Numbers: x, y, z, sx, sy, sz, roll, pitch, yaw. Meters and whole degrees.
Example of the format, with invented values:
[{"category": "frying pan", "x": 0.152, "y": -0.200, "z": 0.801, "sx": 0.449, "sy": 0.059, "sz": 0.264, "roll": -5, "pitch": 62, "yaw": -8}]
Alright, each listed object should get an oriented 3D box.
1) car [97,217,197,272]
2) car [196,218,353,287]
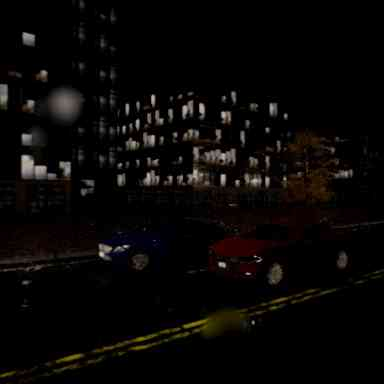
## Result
[{"category": "car", "x": -0.789, "y": 1.599, "z": 11.212, "sx": 4.674, "sy": 1.442, "sz": 1.812, "roll": 1, "pitch": 0, "yaw": -37}, {"category": "car", "x": 2.757, "y": 1.568, "z": 9.796, "sx": 5.008, "sy": 1.535, "sz": 1.882, "roll": 1, "pitch": 0, "yaw": -37}]
